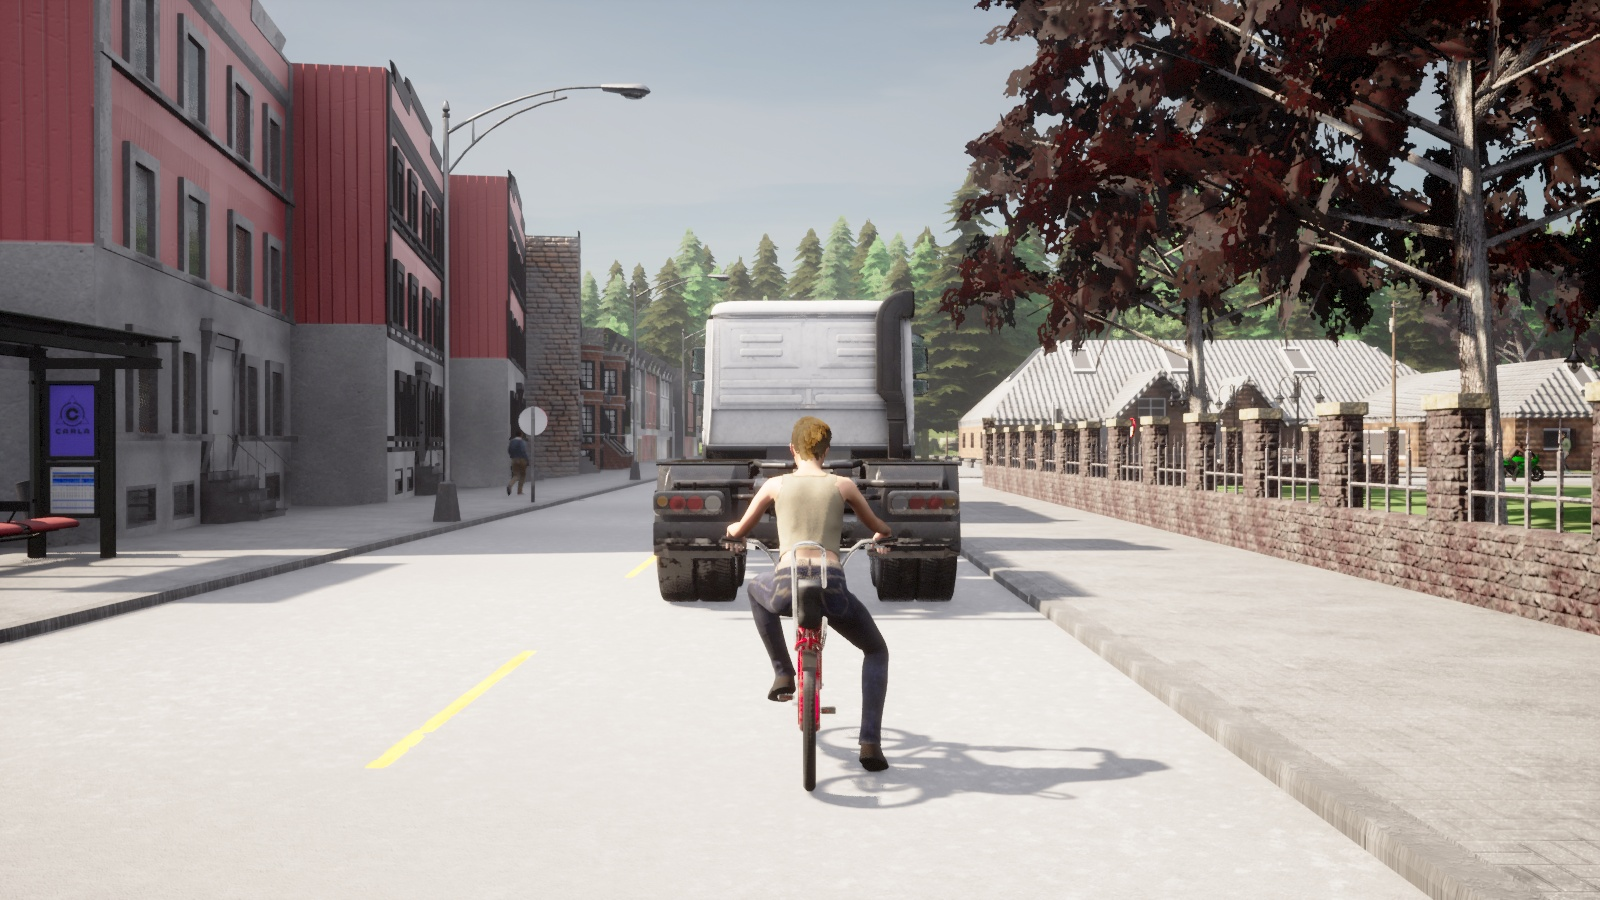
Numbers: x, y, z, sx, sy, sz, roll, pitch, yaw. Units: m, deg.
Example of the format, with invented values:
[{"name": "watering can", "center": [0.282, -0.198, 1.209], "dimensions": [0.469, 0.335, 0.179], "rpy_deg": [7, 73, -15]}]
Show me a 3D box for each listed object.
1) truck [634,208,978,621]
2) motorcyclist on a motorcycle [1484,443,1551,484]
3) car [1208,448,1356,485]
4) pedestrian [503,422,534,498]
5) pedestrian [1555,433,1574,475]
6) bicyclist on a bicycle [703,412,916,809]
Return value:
[{"name": "truck", "center": [0.095, -0.317, 14.519], "dimensions": [2.891, 3.462, 7.936], "rpy_deg": [0, 0, 1]}, {"name": "motorcyclist on a motorcycle", "center": [26.488, 0.488, 46.375], "dimensions": [2.044, 1.523, 0.797], "rpy_deg": [0, 0, -1]}, {"name": "car", "center": [17.769, 0.599, 46.425], "dimensions": [4.718, 1.301, 1.895], "rpy_deg": [0, 0, -1]}, {"name": "pedestrian", "center": [-7.385, 0.258, 32.920], "dimensions": [0.423, 1.949, 0.788], "rpy_deg": [0, 0, 22]}, {"name": "pedestrian", "center": [33.081, 0.175, 54.358], "dimensions": [0.614, 1.847, 0.353], "rpy_deg": [0, 0, 0]}, {"name": "bicyclist on a bicycle", "center": [0.044, 0.650, 5.856], "dimensions": [0.866, 1.612, 1.509], "rpy_deg": [0, 0, 0]}]
